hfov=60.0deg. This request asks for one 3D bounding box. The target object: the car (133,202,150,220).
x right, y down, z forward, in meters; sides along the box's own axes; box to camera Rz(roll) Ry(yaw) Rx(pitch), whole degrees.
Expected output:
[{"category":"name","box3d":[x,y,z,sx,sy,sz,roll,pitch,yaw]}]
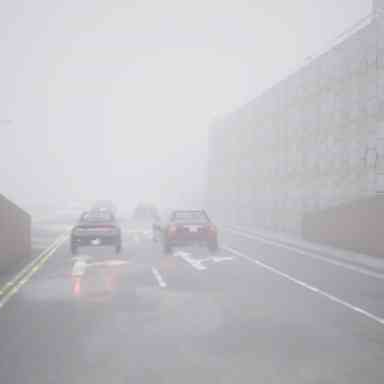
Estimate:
[{"category":"car","box3d":[-4.141,1.624,29.451,1.882,1.535,5.008,1,0,-14]}]

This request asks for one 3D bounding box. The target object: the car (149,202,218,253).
[{"category":"car","box3d":[-0.455,1.445,14.510,2.097,1.767,4.553,1,-1,-14]}]

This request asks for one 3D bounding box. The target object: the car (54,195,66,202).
[{"category":"car","box3d":[-29.902,1.455,75.379,2.097,1.767,4.553,1,0,-14]}]

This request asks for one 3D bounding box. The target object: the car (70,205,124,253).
[{"category":"car","box3d":[-3.903,1.534,13.868,2.128,1.511,4.902,1,0,-14]}]

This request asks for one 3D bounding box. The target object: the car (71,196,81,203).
[{"category":"car","box3d":[-26.499,1.654,76.188,1.837,1.490,4.892,1,0,-14]}]

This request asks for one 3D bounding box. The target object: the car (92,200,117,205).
[{"category":"car","box3d":[-7.446,1.441,28.233,2.097,1.767,4.553,1,-1,-14]}]
